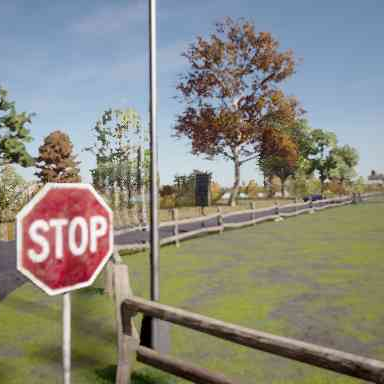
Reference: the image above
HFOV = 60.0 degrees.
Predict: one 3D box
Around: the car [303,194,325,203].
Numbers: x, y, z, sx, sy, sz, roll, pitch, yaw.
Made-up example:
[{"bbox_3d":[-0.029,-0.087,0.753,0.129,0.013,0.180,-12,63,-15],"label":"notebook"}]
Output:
[{"bbox_3d":[17.404,0.896,47.639,1.895,1.301,4.718,-1,1,37],"label":"car"}]
